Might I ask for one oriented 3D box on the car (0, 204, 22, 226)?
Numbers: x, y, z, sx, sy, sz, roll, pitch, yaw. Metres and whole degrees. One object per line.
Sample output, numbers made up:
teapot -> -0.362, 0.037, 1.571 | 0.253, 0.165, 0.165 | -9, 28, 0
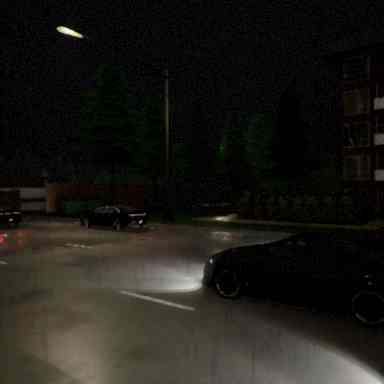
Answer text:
car -> -13.508, 1.576, 22.571 | 4.902, 1.511, 2.128 | 0, 0, 35

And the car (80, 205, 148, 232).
car -> -4.962, 1.548, 20.793 | 4.902, 1.511, 2.128 | 0, 0, 35

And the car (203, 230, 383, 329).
car -> 2.314, 1.573, 7.039 | 4.181, 1.385, 1.994 | 0, 0, 35

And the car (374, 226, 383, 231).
car -> 5.801, 1.551, 8.856 | 5.357, 1.411, 2.033 | 0, 0, 35
